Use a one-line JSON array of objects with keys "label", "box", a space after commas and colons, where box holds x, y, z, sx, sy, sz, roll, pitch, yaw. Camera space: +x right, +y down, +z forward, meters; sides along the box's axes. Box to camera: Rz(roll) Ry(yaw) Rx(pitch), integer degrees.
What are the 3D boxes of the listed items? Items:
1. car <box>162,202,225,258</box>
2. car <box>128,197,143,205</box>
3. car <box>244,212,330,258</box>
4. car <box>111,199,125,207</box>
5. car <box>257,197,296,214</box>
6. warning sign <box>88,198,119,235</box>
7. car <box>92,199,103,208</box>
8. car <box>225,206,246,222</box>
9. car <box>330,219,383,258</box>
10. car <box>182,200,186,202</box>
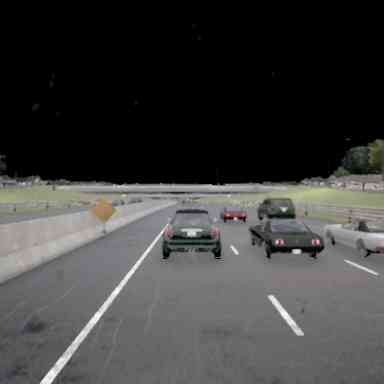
[{"label": "car", "box": [-0.001, 1.464, 13.461, 2.097, 1.767, 4.553, 0, -1, 0]}, {"label": "car", "box": [-10.943, 2.048, 64.958, 2.150, 2.045, 5.566, 0, -1, 0]}, {"label": "car", "box": [3.496, 1.713, 13.286, 1.895, 1.301, 4.718, 0, 0, 0]}, {"label": "car", "box": [-14.444, 2.180, 64.921, 2.097, 1.767, 4.553, 0, -1, 0]}, {"label": "car", "box": [6.929, 1.462, 27.693, 2.150, 2.045, 5.566, 0, 0, 0]}, {"label": "warning sign", "box": [-4.601, 1.260, 17.400, 1.300, 1.860, 1.060, -1, -2, 0]}, {"label": "car", "box": [-17.936, 2.178, 64.784, 2.097, 1.767, 4.553, 0, -1, -1]}, {"label": "car", "box": [3.431, 1.845, 28.328, 1.895, 1.301, 4.718, 0, -1, 0]}, {"label": "car", "box": [6.995, 1.714, 13.298, 1.895, 1.301, 4.718, 0, 0, 0]}, {"label": "car", "box": [-0.067, 1.596, 28.485, 2.097, 1.767, 4.553, 0, -1, 0]}]
